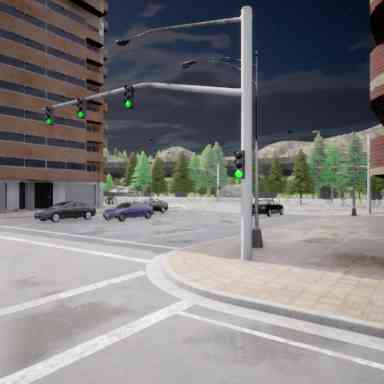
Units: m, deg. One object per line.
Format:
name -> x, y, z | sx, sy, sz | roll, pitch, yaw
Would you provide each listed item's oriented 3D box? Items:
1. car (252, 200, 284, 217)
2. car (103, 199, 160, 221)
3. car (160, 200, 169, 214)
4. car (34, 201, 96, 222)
car -> 7.151, 1.477, 31.720 | 1.882, 1.535, 5.008 | 0, 0, 36
car -> -5.059, 1.525, 27.060 | 1.812, 1.442, 4.674 | 0, 0, 36
car -> -4.431, 1.491, 33.860 | 2.128, 1.511, 4.902 | 0, 0, 36
car -> -9.918, 1.504, 26.322 | 1.837, 1.490, 4.892 | 0, 0, 36
